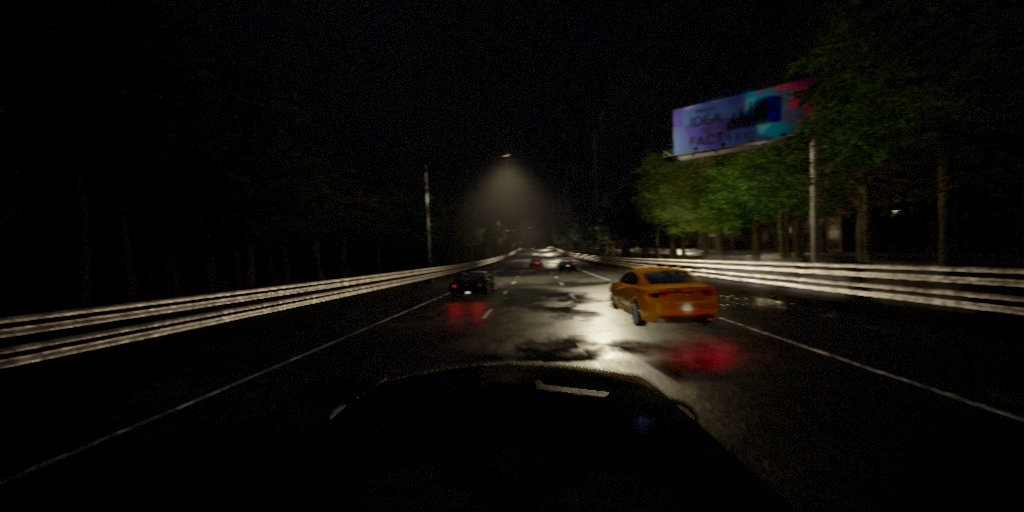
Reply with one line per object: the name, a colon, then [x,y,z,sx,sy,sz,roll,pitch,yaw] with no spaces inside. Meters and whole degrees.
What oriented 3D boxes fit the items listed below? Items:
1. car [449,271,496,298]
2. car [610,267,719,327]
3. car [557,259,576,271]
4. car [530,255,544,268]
car: [-2.062,1.515,20.053,1.895,1.301,4.718,-3,0,4]
car: [4.309,1.082,10.945,1.882,1.535,5.008,-3,0,4]
car: [6.537,1.032,43.056,1.994,1.385,4.181,-3,0,4]
car: [3.691,0.992,53.786,2.163,1.488,4.792,-3,1,5]
